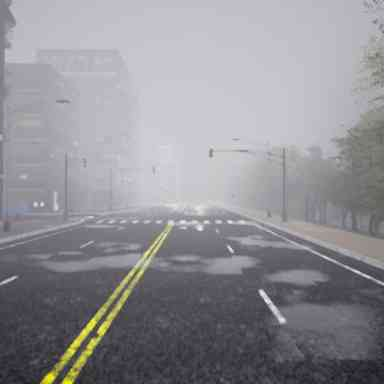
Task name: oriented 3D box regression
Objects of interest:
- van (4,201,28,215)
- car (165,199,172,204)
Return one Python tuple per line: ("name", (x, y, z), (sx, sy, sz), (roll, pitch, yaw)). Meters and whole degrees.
("van", (-22.732, 2.083, 41.735), (3.998, 1.788, 1.690), (-1, 0, -1))
("car", (-6.504, 2.633, 93.030), (2.128, 1.511, 4.902), (0, -1, 0))
